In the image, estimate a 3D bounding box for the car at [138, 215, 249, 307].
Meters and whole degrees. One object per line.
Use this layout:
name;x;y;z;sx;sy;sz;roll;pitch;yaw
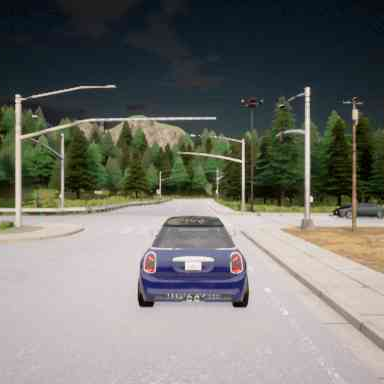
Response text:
car;0.038;1.347;8.112;2.097;1.767;4.553;0;0;0

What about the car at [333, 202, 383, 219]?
car;14.503;1.584;28.738;4.181;1.385;1.994;0;0;1
